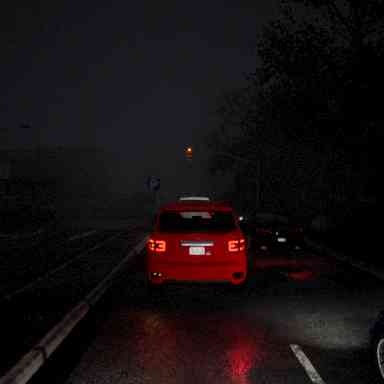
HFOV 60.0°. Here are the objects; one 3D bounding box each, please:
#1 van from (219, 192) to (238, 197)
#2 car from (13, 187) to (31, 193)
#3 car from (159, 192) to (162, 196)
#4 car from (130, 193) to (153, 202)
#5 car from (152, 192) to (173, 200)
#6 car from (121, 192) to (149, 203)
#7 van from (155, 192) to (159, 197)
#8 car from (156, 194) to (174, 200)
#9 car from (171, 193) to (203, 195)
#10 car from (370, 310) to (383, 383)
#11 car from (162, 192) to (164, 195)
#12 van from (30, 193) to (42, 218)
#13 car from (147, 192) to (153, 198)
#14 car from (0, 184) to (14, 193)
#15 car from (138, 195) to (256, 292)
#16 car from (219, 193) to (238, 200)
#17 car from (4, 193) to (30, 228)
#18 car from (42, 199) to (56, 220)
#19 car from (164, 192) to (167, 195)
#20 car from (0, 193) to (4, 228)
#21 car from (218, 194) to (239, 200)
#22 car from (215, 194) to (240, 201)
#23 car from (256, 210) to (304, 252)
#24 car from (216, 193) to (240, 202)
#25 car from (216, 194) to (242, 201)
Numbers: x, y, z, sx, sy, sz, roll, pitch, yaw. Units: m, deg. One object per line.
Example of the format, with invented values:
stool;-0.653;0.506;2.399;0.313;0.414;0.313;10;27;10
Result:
van;7.190;1.043;67.678;4.442;1.987;1.878;1;0;-14
car;-28.242;0.138;55.902;2.002;1.452;4.674;6;-3;-19
car;-10.119;1.322;77.014;4.892;1.521;2.231;-1;0;-14
car;-10.804;1.197;71.002;4.553;1.767;2.185;-1;0;-14
car;-8.130;1.065;92.002;5.566;2.045;2.435;-1;0;-12
car;-11.534;1.359;65.057;4.792;1.488;2.163;-1;0;-15
van;-10.343;1.094;74.043;4.442;1.987;1.878;-1;0;-14
car;-7.712;1.316;94.982;5.008;1.535;2.097;-1;0;-12
car;0.127;1.247;19.445;2.150;2.045;5.566;0;0;0
car;3.091;1.527;2.136;1.812;1.442;4.674;0;0;0
car;-9.750;1.360;80.010;4.674;1.452;2.002;-1;0;-13
van;-13.635;1.298;24.270;4.442;1.987;1.878;-1;0;-20
car;-10.893;1.316;68.050;5.366;1.575;1.946;-1;0;-15
car;-31.237;-0.425;55.958;2.435;2.045;5.566;6;-3;-19
car;0.092;1.230;9.087;2.150;2.045;5.566;0;0;0
car;9.340;1.129;85.350;4.553;1.767;2.185;1;0;-12
car;-13.747;1.268;21.234;5.566;2.045;2.435;-1;0;-20
car;-13.664;1.405;27.248;4.553;1.767;2.185;-1;0;-19
car;-9.383;1.359;83.012;4.674;1.452;2.002;-1;0;-13
car;-13.816;1.264;18.197;5.566;2.045;2.435;-1;0;-20
car;8.977;1.298;82.420;4.674;1.452;2.002;1;0;-12
car;8.079;1.258;76.494;5.366;1.575;1.946;1;0;-13
car;3.103;1.493;13.970;1.882;1.535;5.008;0;0;0
car;7.569;1.142;70.648;4.553;1.767;2.185;1;0;-14
car;8.101;1.264;73.642;5.366;1.575;1.946;1;0;-13
